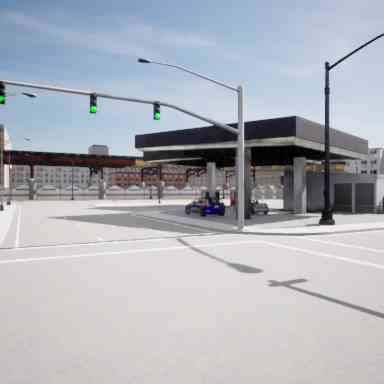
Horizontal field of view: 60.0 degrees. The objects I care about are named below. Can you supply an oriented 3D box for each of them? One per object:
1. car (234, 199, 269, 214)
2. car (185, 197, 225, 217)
[{"bbox_3d":[5.882,1.456,33.520,1.970,1.475,3.806,0,0,-27],"label":"car"},{"bbox_3d":[1.117,1.295,30.222,2.242,1.667,4.611,0,0,-27],"label":"car"}]
